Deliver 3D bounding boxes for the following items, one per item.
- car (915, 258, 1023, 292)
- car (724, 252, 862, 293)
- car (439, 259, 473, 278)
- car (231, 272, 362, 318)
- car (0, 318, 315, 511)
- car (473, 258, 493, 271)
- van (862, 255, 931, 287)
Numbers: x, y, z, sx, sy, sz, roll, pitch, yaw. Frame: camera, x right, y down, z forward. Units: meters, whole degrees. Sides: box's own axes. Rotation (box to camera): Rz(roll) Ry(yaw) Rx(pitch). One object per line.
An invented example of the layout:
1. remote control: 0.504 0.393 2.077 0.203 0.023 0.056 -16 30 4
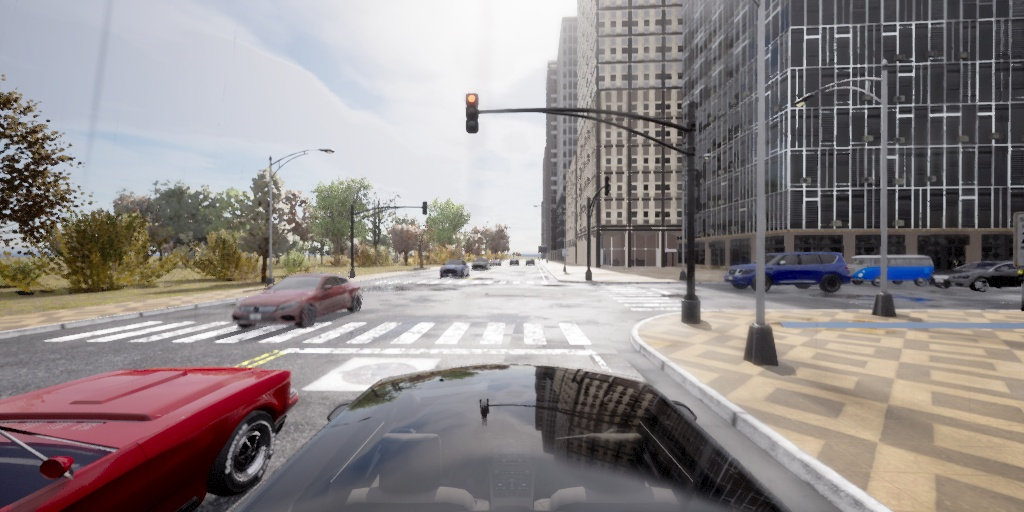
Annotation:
1. car: 24.367 0.993 18.212 4.902 1.511 2.128 -1 0 4
2. car: 14.383 0.806 18.898 5.566 2.045 2.150 0 0 4
3. car: -5.277 1.090 33.264 2.097 1.767 4.553 0 0 2
4. car: -6.412 1.272 11.382 1.812 1.442 4.674 0 0 2
5. car: -3.118 1.351 1.547 1.895 1.301 4.718 0 0 0
6. car: -4.323 1.087 49.612 2.097 1.767 4.553 0 0 4
7. van: 22.094 0.851 21.091 3.998 1.789 1.690 0 0 4
